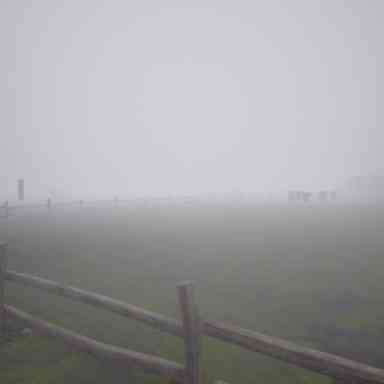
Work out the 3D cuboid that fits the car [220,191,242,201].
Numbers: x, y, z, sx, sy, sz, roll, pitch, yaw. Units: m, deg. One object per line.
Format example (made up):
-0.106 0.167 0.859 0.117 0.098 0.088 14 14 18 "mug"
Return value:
6.632 0.593 55.145 1.882 1.535 5.008 0 1 45 "car"
